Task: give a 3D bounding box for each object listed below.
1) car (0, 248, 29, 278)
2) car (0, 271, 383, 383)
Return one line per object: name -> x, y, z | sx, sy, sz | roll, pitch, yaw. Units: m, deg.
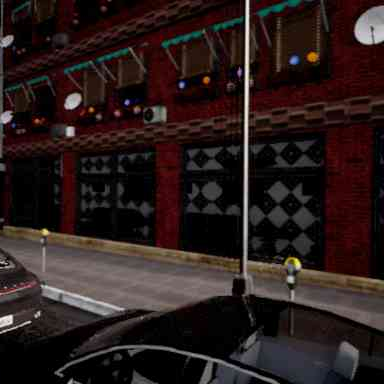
car -> -4.370, 1.551, 5.830 | 4.403, 1.369, 2.008 | 0, 1, 36
car -> 0.146, 1.566, 2.606 | 4.313, 1.339, 1.947 | 0, 1, 36
